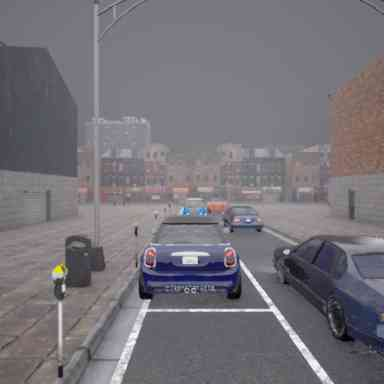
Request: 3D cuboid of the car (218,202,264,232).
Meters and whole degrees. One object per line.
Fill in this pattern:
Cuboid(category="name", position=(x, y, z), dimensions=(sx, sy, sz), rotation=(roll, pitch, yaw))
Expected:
Cuboid(category="car", position=(2.938, 1.551, 20.067), dimensions=(2.033, 1.411, 5.357), rotation=(0, 0, 0))

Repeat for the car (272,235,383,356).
Cuboid(category="car", position=(3.055, 1.548, 6.388), dimensions=(2.033, 1.411, 5.357), rotation=(0, 0, 0))

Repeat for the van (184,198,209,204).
Cuboid(category="van", position=(0.148, 1.347, 25.484), dimensions=(1.690, 1.788, 3.998), rotation=(-1, 0, 0))

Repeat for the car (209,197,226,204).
Cuboid(category="car", position=(2.700, 1.366, 36.580), dimensions=(2.097, 1.767, 4.553), rotation=(0, 0, 0))

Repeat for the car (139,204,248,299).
Cuboid(category="car", position=(-0.052, 1.353, 8.604), dimensions=(2.097, 1.767, 4.553), rotation=(0, 0, 0))
